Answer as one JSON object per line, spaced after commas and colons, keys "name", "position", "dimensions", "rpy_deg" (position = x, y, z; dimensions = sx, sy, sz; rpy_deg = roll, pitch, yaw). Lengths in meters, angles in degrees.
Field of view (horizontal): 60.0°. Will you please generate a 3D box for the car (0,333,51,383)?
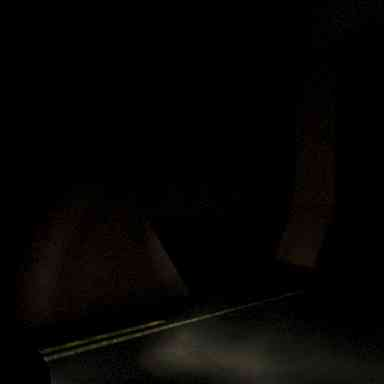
{"name": "car", "position": [-3.268, 1.462, 1.417], "dimensions": [5.008, 1.535, 1.882], "rpy_deg": [1, 0, -35]}
